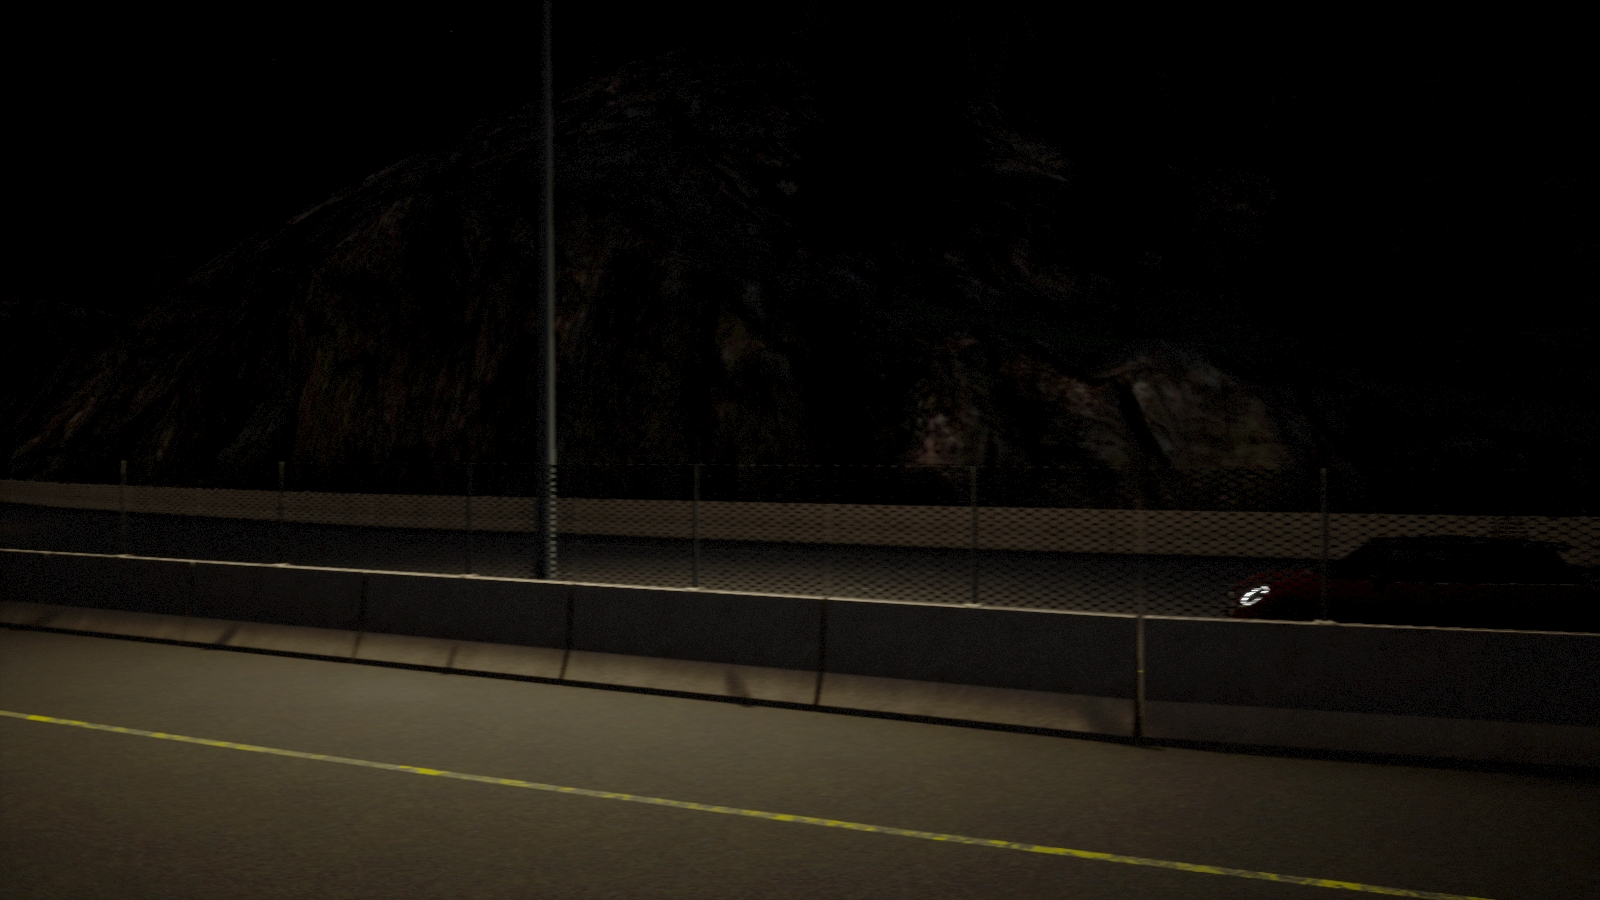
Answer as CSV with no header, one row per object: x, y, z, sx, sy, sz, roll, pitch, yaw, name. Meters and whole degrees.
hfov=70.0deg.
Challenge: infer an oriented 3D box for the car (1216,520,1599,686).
7.985,1.927,15.252,4.553,1.767,2.097,0,0,19,car
